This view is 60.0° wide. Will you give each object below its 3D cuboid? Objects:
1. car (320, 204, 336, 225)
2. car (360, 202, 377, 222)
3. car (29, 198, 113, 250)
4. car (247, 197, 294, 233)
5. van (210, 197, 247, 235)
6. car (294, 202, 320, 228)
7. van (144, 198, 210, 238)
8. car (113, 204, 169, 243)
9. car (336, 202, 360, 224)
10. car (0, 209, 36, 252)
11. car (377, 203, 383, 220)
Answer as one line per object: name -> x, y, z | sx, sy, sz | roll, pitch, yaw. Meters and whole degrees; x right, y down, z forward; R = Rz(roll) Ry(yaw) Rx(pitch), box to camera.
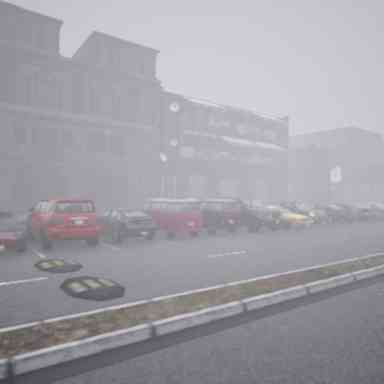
car -> 7.724, 1.517, 24.602 | 2.185, 1.767, 4.553 | 0, 0, -35
car -> 12.255, 1.700, 27.820 | 2.163, 1.488, 4.792 | 0, 0, -35
car -> -5.873, 1.267, 14.950 | 2.435, 2.045, 5.566 | 1, 0, -35
car -> 3.327, 1.357, 21.400 | 2.435, 2.045, 5.566 | 0, 0, -35
van -> 0.878, 1.363, 19.841 | 1.878, 1.987, 4.442 | 0, 0, -35
car -> 5.684, 1.625, 22.886 | 1.946, 1.575, 5.366 | 0, 0, -35
van -> -1.287, 1.343, 18.307 | 1.878, 1.987, 4.442 | 1, 0, -35
car -> -3.487, 1.546, 16.595 | 2.231, 1.521, 4.892 | 0, 0, -35
car -> 10.009, 1.657, 26.182 | 2.097, 1.535, 5.008 | 0, 0, -35
car -> -8.009, 1.522, 13.370 | 2.163, 1.488, 4.792 | 1, 0, -35
car -> 14.533, 1.685, 29.412 | 2.231, 1.521, 4.892 | 0, 0, -35
